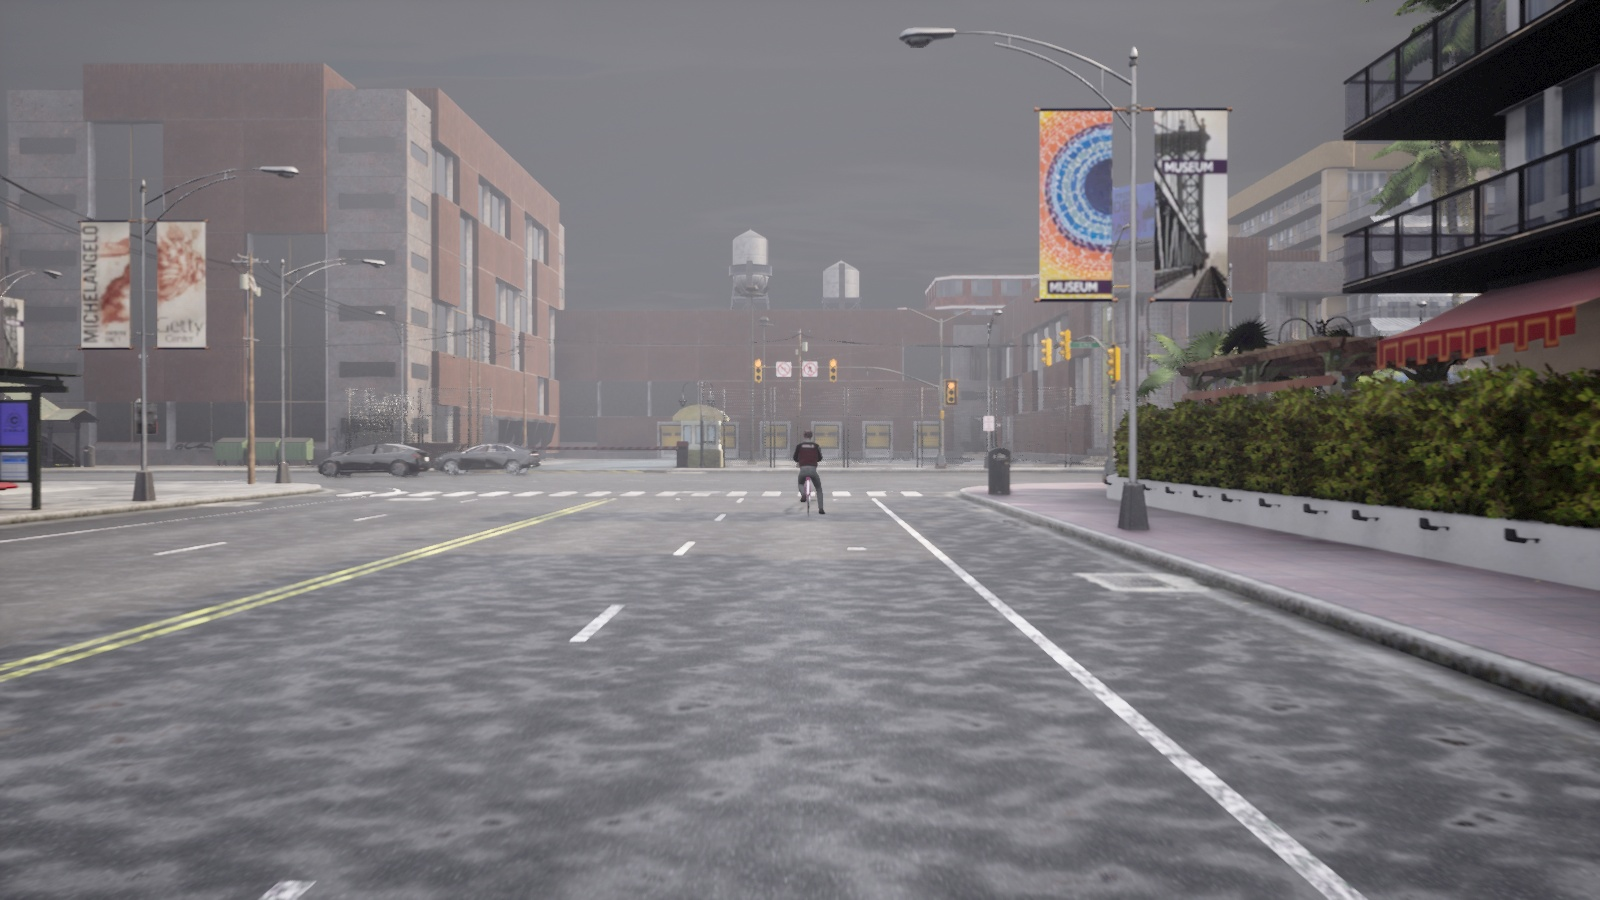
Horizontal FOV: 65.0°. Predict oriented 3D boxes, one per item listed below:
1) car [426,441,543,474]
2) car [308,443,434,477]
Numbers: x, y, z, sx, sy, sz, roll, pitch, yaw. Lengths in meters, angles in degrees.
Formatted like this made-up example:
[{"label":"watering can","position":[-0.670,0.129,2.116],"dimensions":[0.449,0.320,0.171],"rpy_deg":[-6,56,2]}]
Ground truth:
[{"label":"car","position":[-14.714,0.360,58.785],"dimensions":[4.902,1.511,2.128],"rpy_deg":[0,0,1]},{"label":"car","position":[-18.858,0.419,55.345],"dimensions":[4.792,1.488,2.163],"rpy_deg":[0,0,1]}]
